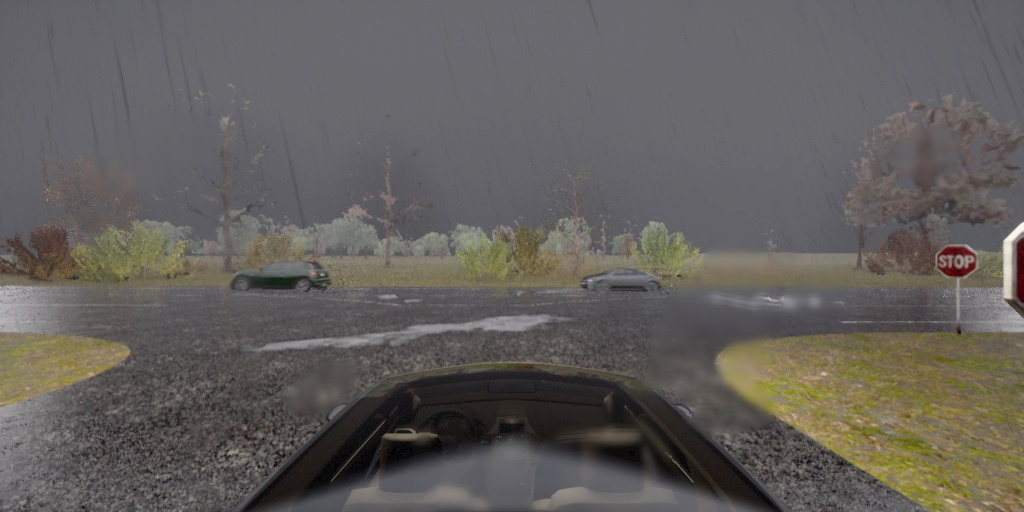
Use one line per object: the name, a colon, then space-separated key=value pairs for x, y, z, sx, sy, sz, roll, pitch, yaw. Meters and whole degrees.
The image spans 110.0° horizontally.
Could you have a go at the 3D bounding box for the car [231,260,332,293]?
car: x=-12.379 y=1.028 z=19.375 sx=4.553 sy=1.767 sz=2.097 roll=0 pitch=0 yaw=-1

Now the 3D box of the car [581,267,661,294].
car: x=5.948 y=1.322 z=19.725 sx=4.181 sy=1.385 sz=1.994 roll=0 pitch=0 yaw=-1
